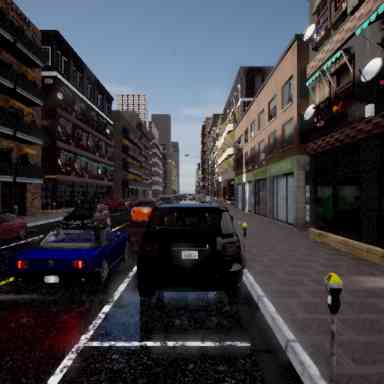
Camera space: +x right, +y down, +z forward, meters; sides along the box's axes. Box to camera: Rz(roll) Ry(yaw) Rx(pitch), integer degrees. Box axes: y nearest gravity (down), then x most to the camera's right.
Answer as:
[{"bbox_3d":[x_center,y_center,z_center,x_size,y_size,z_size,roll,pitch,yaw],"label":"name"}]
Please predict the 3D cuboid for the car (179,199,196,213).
[{"bbox_3d":[-0.454,1.525,37.323,1.752,1.417,4.829,0,0,0],"label":"car"}]

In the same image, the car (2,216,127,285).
[{"bbox_3d":[-3.045,1.601,9.452,1.895,1.301,4.718,0,0,0],"label":"car"}]

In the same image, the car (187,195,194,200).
[{"bbox_3d":[-0.452,1.513,93.685,1.752,1.417,4.829,0,0,0],"label":"car"}]

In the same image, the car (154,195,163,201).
[{"bbox_3d":[-8.834,1.541,87.882,2.008,1.369,4.403,0,0,0],"label":"car"}]

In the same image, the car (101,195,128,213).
[{"bbox_3d":[-8.833,1.314,37.157,2.192,1.841,5.009,0,0,0],"label":"car"}]

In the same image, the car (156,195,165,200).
[{"bbox_3d":[-8.834,1.539,93.519,2.008,1.369,4.403,0,0,0],"label":"car"}]

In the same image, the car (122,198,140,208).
[{"bbox_3d":[-8.834,1.543,48.430,1.887,1.381,4.507,0,0,0],"label":"car"}]

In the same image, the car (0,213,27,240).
[{"bbox_3d":[-8.835,1.583,14.612,1.802,1.307,4.206,0,0,0],"label":"car"}]

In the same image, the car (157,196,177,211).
[{"bbox_3d":[-3.045,1.351,41.449,2.097,1.767,4.553,0,0,0],"label":"car"}]

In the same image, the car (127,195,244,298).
[{"bbox_3d":[-0.038,1.229,8.679,2.150,2.045,5.566,0,0,0],"label":"car"}]

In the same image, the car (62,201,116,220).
[{"bbox_3d":[-6.245,1.505,20.058,1.837,1.490,4.892,0,0,0],"label":"car"}]

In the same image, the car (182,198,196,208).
[{"bbox_3d":[-0.454,1.543,48.426,1.887,1.381,4.507,0,0,0],"label":"car"}]

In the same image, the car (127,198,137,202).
[{"bbox_3d":[-3.146,1.352,24.673,2.097,1.767,4.553,0,0,0],"label":"car"}]

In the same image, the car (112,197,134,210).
[{"bbox_3d":[-8.834,1.439,42.793,1.967,1.590,4.097,0,0,0],"label":"car"}]

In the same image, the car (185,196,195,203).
[{"bbox_3d":[-0.453,1.545,70.970,2.008,1.369,4.403,0,0,0],"label":"car"}]
